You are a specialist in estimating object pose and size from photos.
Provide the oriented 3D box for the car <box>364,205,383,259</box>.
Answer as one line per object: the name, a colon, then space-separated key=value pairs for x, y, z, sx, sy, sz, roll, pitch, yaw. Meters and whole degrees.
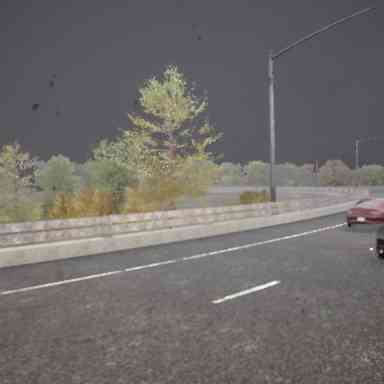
car: x=7.203 y=1.181 z=10.082 sx=4.892 sy=1.490 sz=1.837 roll=-2 pitch=1 yaw=-43

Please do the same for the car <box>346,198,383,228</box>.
car: x=9.450 y=1.040 z=17.022 sx=1.812 sy=1.442 sz=4.674 roll=0 pitch=1 yaw=45
